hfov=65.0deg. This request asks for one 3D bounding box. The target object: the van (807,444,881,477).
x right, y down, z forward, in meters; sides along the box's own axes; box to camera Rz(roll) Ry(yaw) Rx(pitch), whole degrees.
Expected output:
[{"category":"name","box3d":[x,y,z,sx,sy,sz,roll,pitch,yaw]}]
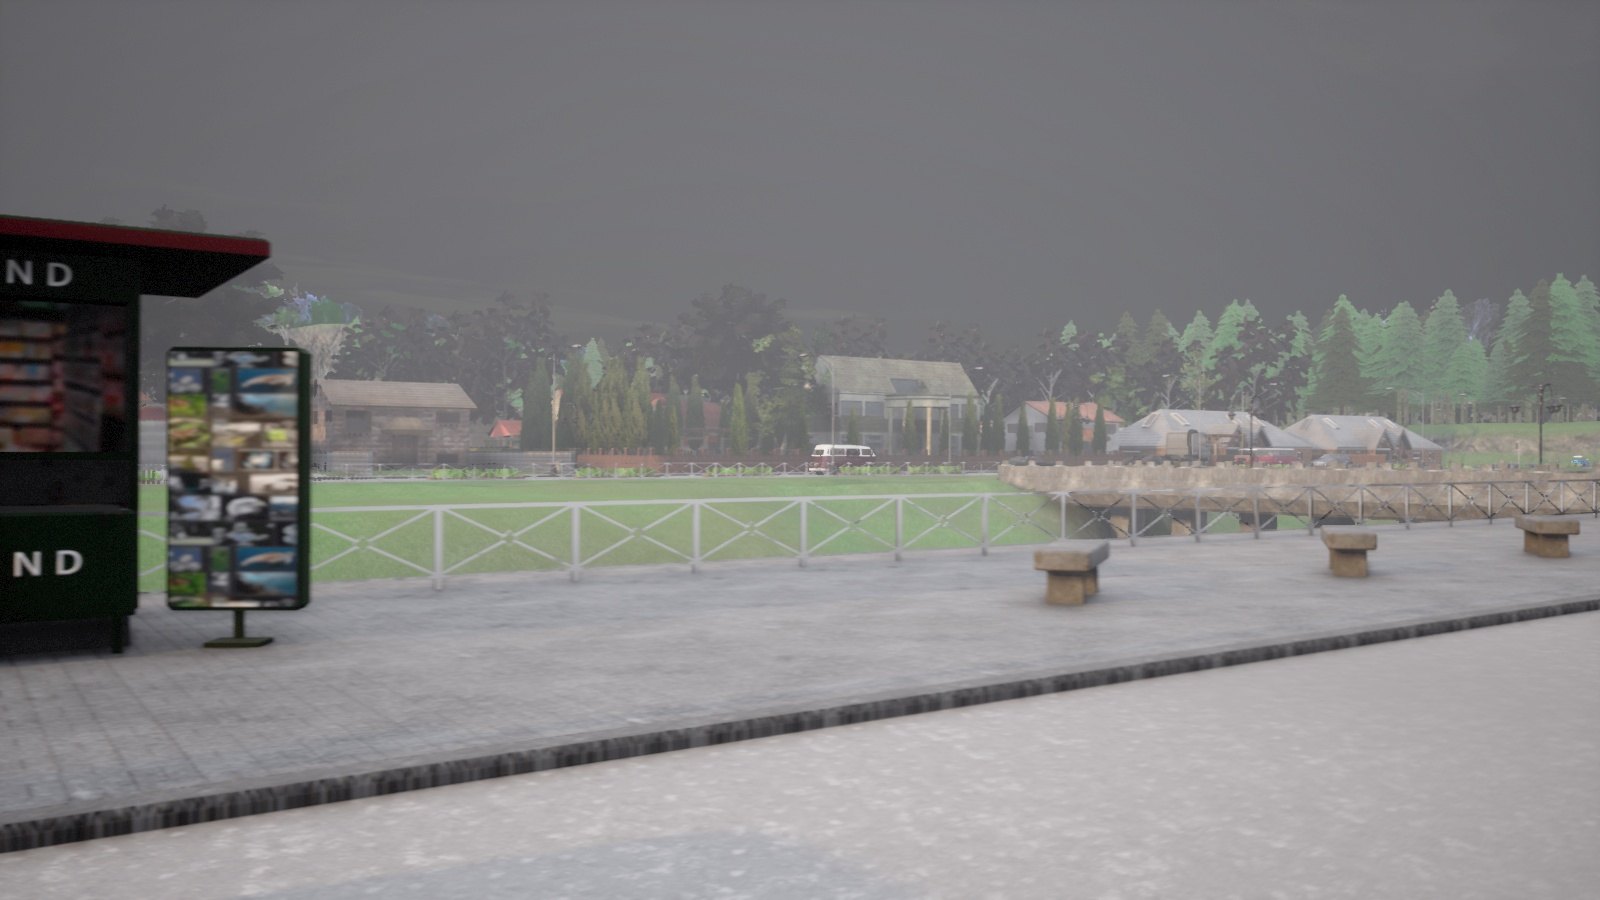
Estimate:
[{"category":"van","box3d":[2.857,0.662,81.422,4.480,2.038,2.069,0,0,-35]}]

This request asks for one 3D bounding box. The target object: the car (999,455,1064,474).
[{"category":"car","box3d":[16.820,1.033,91.136,4.718,1.301,1.895,0,0,-35]}]
